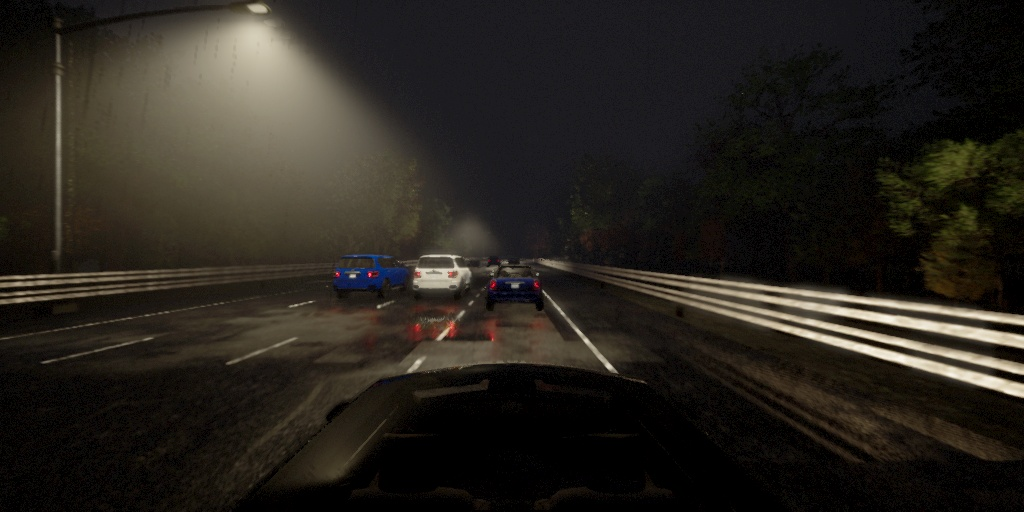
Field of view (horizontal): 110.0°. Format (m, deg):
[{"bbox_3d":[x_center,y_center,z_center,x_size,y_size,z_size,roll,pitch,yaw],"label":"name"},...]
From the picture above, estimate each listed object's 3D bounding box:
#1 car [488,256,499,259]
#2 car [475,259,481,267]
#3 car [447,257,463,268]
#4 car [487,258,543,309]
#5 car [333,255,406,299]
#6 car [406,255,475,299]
[{"bbox_3d":[-3.190,0.983,64.817,2.150,2.045,5.566,0,0,0],"label":"car"},{"bbox_3d":[-6.691,1.251,64.289,2.128,1.511,4.902,0,0,0],"label":"car"},{"bbox_3d":[-10.193,1.109,63.959,2.097,1.767,4.553,0,0,0],"label":"car"},{"bbox_3d":[0.115,1.102,14.985,2.097,1.767,4.553,0,0,0],"label":"car"},{"bbox_3d":[-6.877,0.969,18.161,2.150,2.045,5.566,0,0,0],"label":"car"},{"bbox_3d":[-3.377,0.971,18.242,2.150,2.045,5.566,0,0,0],"label":"car"}]
